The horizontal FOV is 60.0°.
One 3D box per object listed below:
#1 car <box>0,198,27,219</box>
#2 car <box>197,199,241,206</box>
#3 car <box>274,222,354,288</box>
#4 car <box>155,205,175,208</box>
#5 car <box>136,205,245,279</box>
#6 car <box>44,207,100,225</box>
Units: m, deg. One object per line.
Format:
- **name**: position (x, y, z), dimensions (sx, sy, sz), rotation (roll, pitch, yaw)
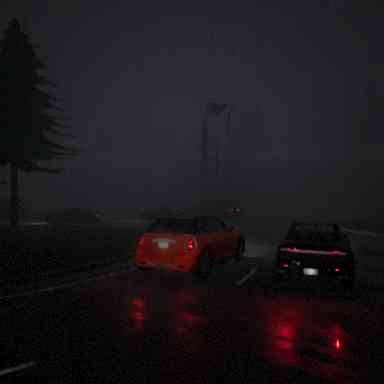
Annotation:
- **car**: position (-18.726, 1.554, 31.462), dimensions (5.566, 2.045, 2.150), rotation (1, -1, -24)
- **car**: position (1.882, 1.583, 29.089), dimensions (5.566, 2.045, 2.150), rotation (0, -1, 44)
- **car**: position (3.633, 1.622, 9.802), dimensions (2.128, 1.511, 4.902), rotation (0, -1, 23)
- **car**: position (-2.377, 1.861, 28.118), dimensions (4.674, 1.442, 1.812), rotation (0, -1, 35)
- **car**: position (0.170, 1.486, 10.896), dimensions (2.097, 1.767, 4.553), rotation (-1, -1, 26)
- **car**: position (-9.543, 1.861, 26.621), dimensions (4.181, 1.385, 1.994), rotation (0, -1, 5)
